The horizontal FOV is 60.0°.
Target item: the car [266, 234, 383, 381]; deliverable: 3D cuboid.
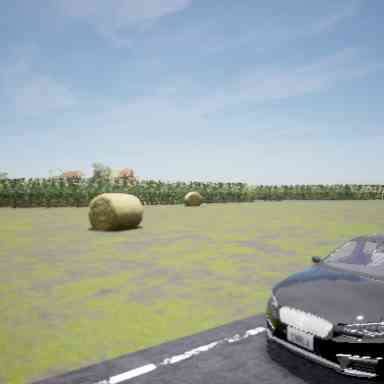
[{"bbox_3d":[3.293,1.491,5.419,4.902,1.511,2.128,0,0,-35],"label":"car"}]
